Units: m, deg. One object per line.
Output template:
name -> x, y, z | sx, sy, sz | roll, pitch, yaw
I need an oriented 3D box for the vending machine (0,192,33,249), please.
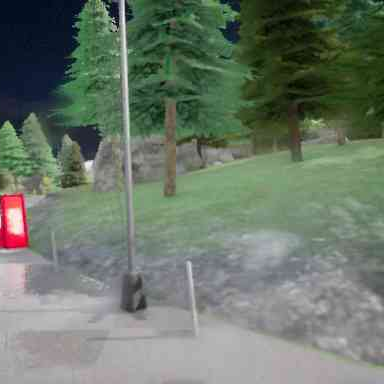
vending machine -> -7.104, 1.098, 13.199 | 1.100, 2.100, 0.880 | -6, 0, -38
